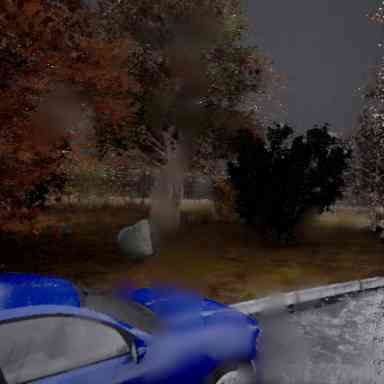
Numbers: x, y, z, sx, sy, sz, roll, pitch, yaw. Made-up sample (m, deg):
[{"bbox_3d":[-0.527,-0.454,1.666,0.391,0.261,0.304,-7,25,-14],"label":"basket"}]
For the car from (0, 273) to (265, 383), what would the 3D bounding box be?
[{"bbox_3d":[-1.499,1.482,2.789,5.008,1.535,2.097,1,0,-37],"label":"car"}]
